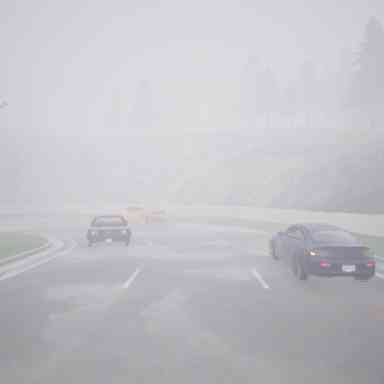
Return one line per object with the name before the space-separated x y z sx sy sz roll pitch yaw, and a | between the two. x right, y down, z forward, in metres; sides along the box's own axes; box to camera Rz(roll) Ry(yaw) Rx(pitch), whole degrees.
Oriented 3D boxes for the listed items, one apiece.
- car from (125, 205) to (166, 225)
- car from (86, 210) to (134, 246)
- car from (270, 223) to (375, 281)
car | -4.389 1.817 27.106 5.008 1.535 1.882 0 -2 34
car | -4.127 1.806 16.448 1.895 1.301 4.718 0 -1 -14
car | 3.701 1.657 10.127 1.812 1.442 4.674 0 -1 0
